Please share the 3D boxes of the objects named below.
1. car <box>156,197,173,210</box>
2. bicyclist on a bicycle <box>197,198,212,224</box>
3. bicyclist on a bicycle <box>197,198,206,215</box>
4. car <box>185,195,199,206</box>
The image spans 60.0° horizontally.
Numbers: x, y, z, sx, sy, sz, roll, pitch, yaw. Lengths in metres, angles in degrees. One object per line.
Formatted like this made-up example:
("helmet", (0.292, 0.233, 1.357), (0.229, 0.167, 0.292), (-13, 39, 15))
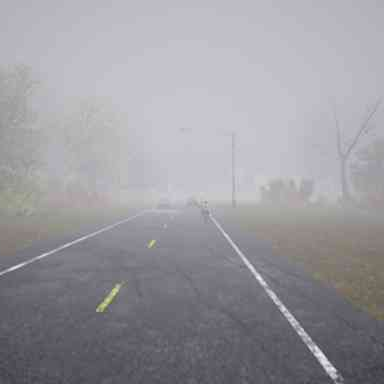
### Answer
("car", (-3.571, 1.488, 43.564), (1.837, 1.490, 4.892), (0, 0, 0))
("bicyclist on a bicycle", (0.989, 1.430, 23.421), (0.866, 1.612, 1.509), (0, 0, 0))
("bicyclist on a bicycle", (0.951, 1.425, 32.844), (0.866, 1.612, 1.509), (0, 0, 0))
("car", (0.108, 1.577, 53.639), (1.895, 1.301, 4.718), (0, 0, 0))
